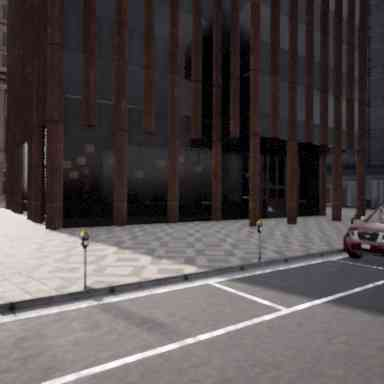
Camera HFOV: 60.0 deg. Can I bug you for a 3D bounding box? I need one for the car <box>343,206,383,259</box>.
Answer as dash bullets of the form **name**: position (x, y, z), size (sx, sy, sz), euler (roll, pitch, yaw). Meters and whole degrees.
- **car**: position (7.590, 1.438, 12.057), size (5.009, 1.841, 2.192), euler (1, 0, -35)
